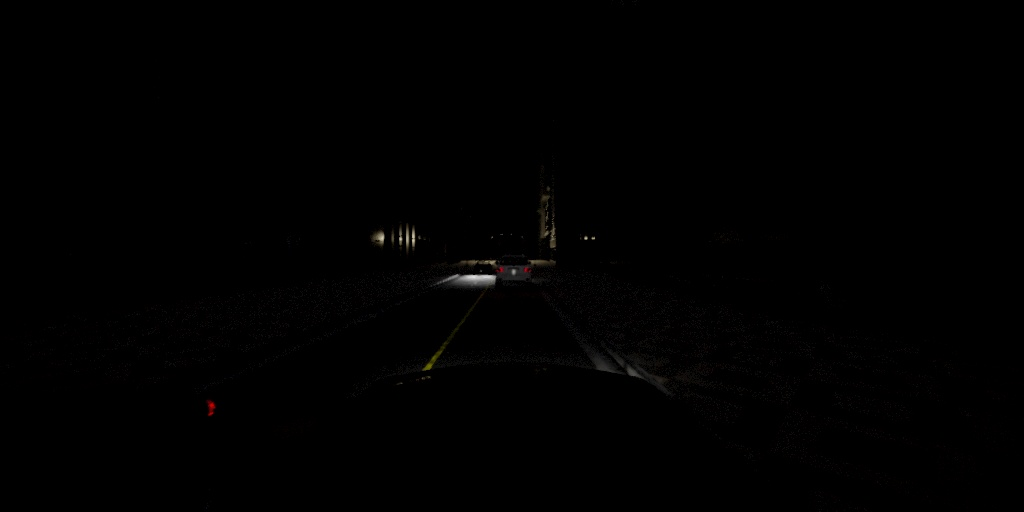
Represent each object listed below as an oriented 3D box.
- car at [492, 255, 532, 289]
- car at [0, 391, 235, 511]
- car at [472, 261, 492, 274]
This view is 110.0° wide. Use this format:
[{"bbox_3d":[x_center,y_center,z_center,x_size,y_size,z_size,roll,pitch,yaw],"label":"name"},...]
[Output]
[{"bbox_3d":[0.097,0.918,22.937,2.150,2.045,5.566,0,1,0],"label":"car"},{"bbox_3d":[-3.088,1.315,0.951,1.994,1.385,4.181,0,0,0],"label":"car"},{"bbox_3d":[-3.096,1.217,38.095,1.895,1.301,4.718,0,0,0],"label":"car"}]
